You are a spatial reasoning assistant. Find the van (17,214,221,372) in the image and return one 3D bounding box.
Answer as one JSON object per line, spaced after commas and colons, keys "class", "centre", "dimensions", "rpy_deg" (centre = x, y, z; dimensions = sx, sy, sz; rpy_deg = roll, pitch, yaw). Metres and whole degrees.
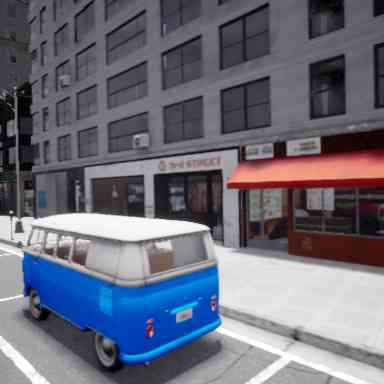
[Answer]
{"class": "van", "centre": [-1.406, 1.298, 5.416], "dimensions": [1.690, 1.788, 3.998], "rpy_deg": [-2, 1, -45]}
